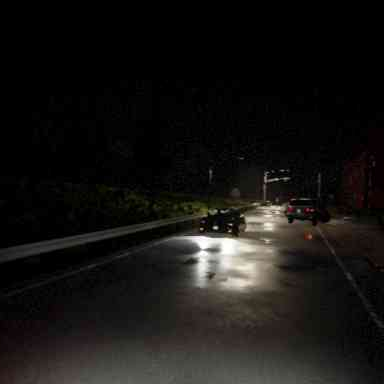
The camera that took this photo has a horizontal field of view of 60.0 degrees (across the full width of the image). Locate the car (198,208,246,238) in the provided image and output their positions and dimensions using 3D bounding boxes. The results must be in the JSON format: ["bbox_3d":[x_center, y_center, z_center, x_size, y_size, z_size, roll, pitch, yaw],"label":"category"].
[{"bbox_3d":[1.792,1.605,18.388,1.994,1.385,4.181,2,0,18],"label":"car"}]

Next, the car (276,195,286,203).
[{"bbox_3d":[21.715,1.725,81.303,2.097,1.767,4.553,2,0,18],"label":"car"}]

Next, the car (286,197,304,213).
[{"bbox_3d":[14.890,1.755,47.971,2.150,2.045,5.566,2,0,18],"label":"car"}]

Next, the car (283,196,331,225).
[{"bbox_3d":[9.773,1.577,27.756,2.150,2.045,5.566,1,-1,35],"label":"car"}]

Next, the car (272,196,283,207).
[{"bbox_3d":[16.997,2.126,66.440,2.033,1.411,5.357,2,0,18],"label":"car"}]
